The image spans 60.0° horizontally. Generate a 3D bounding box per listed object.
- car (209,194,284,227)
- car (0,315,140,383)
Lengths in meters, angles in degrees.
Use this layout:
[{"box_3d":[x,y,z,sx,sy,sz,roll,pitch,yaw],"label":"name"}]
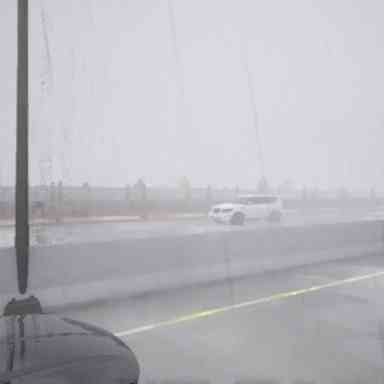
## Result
[{"box_3d":[3.870,1.184,22.858,5.566,2.045,2.150,0,0,-32],"label":"car"},{"box_3d":[-2.653,1.459,1.727,5.008,1.535,1.882,0,0,-36],"label":"car"}]
